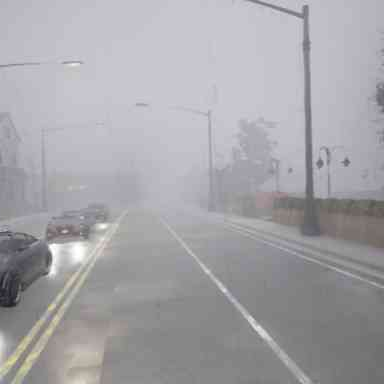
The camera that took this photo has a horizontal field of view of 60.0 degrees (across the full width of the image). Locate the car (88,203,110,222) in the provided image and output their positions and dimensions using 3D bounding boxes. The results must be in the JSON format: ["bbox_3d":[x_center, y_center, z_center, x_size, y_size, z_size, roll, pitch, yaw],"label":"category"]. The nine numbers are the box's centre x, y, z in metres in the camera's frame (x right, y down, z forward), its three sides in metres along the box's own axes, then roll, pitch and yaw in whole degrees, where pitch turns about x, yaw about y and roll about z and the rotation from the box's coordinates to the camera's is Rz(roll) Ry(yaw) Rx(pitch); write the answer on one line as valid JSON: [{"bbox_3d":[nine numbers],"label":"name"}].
[{"bbox_3d":[-8.003,1.677,27.974,1.837,1.490,4.892,-1,0,-9],"label":"car"}]

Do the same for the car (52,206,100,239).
[{"bbox_3d":[-6.360,1.702,17.789,1.994,1.385,4.181,-1,0,-9],"label":"car"}]

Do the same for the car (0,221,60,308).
[{"bbox_3d":[-4.749,1.669,7.864,1.994,1.385,4.181,-1,0,-9],"label":"car"}]
